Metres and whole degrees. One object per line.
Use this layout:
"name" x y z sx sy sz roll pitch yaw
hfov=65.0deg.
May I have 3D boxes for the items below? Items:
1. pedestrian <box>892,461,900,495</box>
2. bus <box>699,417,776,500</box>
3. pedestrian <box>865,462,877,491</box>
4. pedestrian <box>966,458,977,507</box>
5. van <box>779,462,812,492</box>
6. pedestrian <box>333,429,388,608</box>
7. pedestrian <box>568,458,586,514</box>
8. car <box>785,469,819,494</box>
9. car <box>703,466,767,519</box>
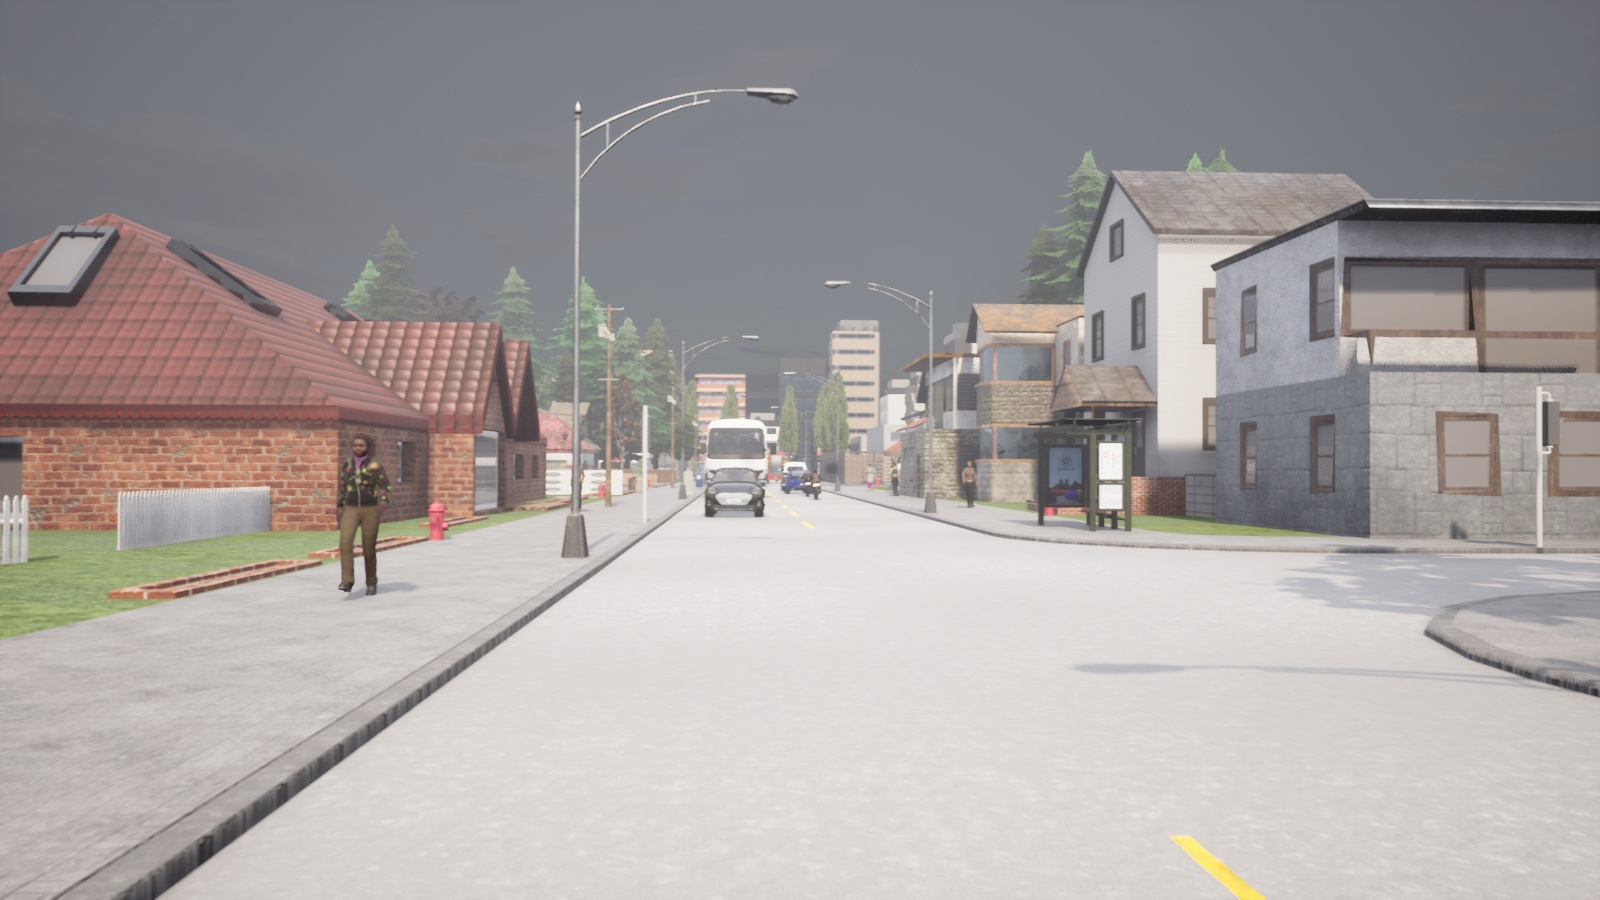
"pedestrian" 5.215 1.530 68.085 0.345 1.836 0.594 0 -1 -1
"bus" -3.451 0.495 69.381 3.944 4.253 10.273 0 -1 -3
"pedestrian" 4.736 1.766 83.572 0.659 1.952 0.873 0 -1 11
"pedestrian" 6.436 1.209 47.101 0.331 1.846 0.634 0 -1 3
"van" -0.343 1.872 88.462 2.069 2.038 4.480 0 -1 -3
"pedestrian" -4.869 0.748 13.923 0.395 1.930 0.692 0 -1 -3
"pedestrian" -7.321 1.171 41.222 0.328 1.805 0.869 0 -1 7
"car" 0.089 1.986 79.263 1.882 1.535 5.008 0 -1 -3
"car" -2.135 1.385 42.057 2.033 1.649 4.856 0 -1 -2
